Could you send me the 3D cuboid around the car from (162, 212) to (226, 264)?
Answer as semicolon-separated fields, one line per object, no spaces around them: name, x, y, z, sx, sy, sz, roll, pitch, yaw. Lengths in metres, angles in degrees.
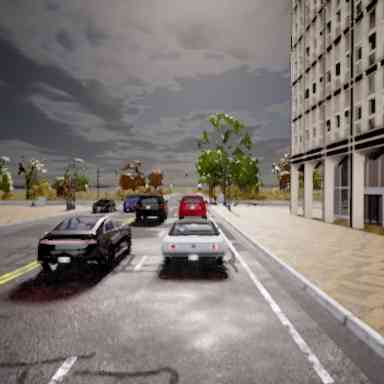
car;0.065;1.612;11.881;1.895;1.301;4.718;0;0;0

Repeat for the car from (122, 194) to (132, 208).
car;-6.561;1.241;38.864;2.150;2.045;5.566;0;0;0

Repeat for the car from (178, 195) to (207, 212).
car;0.067;1.240;27.065;2.150;2.045;5.566;0;0;0

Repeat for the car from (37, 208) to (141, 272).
car;-3.193;1.500;10.784;2.128;1.511;4.902;0;0;0

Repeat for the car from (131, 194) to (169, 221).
car;-3.183;1.238;27.063;2.150;2.045;5.566;0;0;0

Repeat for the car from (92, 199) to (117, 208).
car;-9.821;1.524;37.588;1.837;1.490;4.892;0;0;0
